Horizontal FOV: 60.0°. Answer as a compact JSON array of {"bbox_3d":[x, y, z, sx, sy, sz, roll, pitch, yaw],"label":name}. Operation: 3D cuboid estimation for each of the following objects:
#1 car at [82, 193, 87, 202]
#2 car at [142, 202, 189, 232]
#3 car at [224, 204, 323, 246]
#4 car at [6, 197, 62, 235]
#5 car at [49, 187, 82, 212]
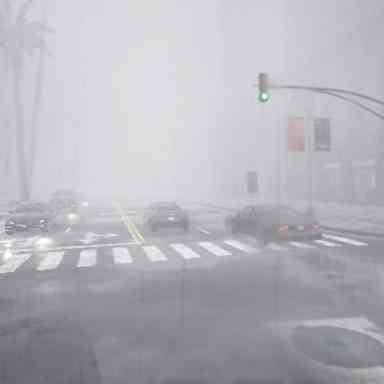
[{"bbox_3d":[-16.930,0.789,50.430,1.895,1.301,4.718,-2,1,-15],"label":"car"},{"bbox_3d":[-1.503,1.209,17.845,1.994,1.385,4.181,-2,1,-15],"label":"car"},{"bbox_3d":[2.992,1.202,13.550,2.033,1.411,5.357,-2,1,-15],"label":"car"},{"bbox_3d":[-8.410,1.291,17.770,1.837,1.490,4.892,-2,2,-15],"label":"car"},{"bbox_3d":[-11.968,0.764,31.242,2.150,2.045,5.566,-2,1,-15],"label":"car"}]
